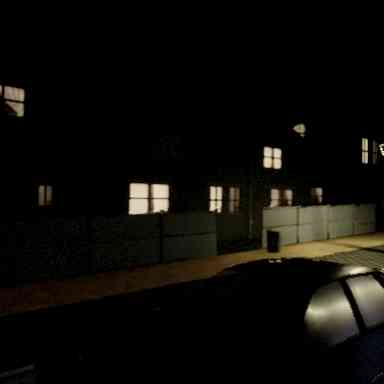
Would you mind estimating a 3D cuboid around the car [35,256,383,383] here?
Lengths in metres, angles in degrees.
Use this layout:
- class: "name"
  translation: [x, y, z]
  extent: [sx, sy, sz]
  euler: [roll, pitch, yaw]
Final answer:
- class: "car"
  translation: [1.109, 1.548, 3.853]
  extent: [5.357, 1.411, 2.033]
  euler: [0, 0, -35]
